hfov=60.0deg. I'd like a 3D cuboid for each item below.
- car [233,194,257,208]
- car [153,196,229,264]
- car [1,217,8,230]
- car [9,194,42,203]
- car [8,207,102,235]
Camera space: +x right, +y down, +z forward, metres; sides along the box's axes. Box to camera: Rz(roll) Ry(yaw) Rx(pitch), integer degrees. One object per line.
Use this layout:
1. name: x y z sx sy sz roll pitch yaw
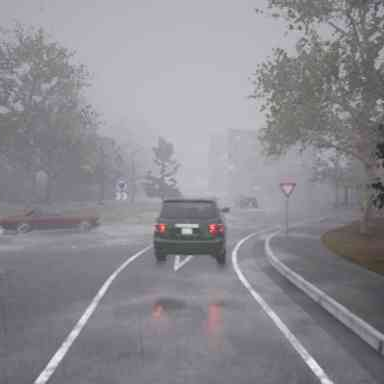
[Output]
1. car: 6.060 1.025 38.170 1.837 1.490 4.892 1 1 -6
2. car: 0.136 1.140 11.788 2.150 2.045 5.566 0 1 6
3. car: -10.787 1.409 13.963 4.892 1.490 1.837 0 1 -1
4. car: -24.148 0.988 48.314 4.181 1.385 1.994 0 0 -43
5. car: -7.197 1.451 17.556 4.718 1.301 1.895 0 1 -13
